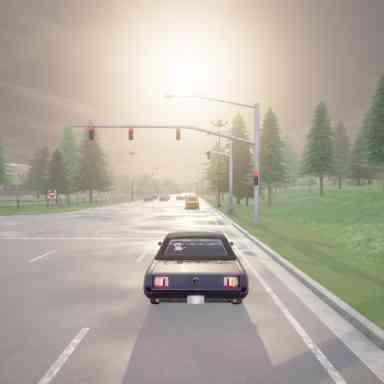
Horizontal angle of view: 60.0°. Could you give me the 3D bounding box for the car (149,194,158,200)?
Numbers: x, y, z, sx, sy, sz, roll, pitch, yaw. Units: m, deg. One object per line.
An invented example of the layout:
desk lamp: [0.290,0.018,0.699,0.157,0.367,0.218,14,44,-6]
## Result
car: [-10.379,1.332,90.779,1.837,1.490,4.892,0,0,0]

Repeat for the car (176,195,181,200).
car: [-3.378,1.553,91.183,1.994,1.385,4.181,0,0,0]

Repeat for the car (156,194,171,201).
car: [-6.893,1.531,80.354,2.033,1.411,5.357,0,0,0]

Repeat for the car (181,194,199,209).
car: [-0.082,1.092,46.205,1.882,1.535,5.008,-3,16,-4]

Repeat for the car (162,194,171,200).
car: [-6.879,1.372,90.774,2.033,1.411,5.357,0,0,0]

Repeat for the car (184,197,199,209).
car: [-0.019,1.576,49.725,2.033,1.411,5.357,-1,1,1]

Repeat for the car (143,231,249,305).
car: [0.090,1.601,8.057,1.895,1.301,4.718,0,0,0]

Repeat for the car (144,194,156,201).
car: [-10.393,1.531,80.359,2.033,1.411,5.357,0,0,0]
